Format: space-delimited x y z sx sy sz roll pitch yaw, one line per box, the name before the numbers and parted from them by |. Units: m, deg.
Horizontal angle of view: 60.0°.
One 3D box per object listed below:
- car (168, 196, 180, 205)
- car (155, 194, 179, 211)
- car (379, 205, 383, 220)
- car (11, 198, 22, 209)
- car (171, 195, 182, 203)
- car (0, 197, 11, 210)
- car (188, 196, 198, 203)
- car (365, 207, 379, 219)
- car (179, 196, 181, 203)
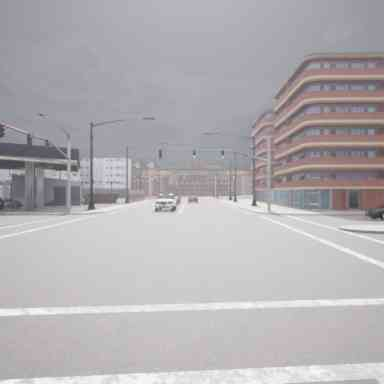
car | -3.258 1.546 60.940 2.033 1.411 5.357 0 0 0
car | -3.130 1.220 40.331 2.150 2.045 5.566 0 0 2
car | 16.295 1.600 23.487 4.718 1.301 1.895 0 0 -3
car | -24.041 1.455 42.630 3.806 1.475 1.970 0 0 1
car | -3.347 1.512 71.269 2.128 1.511 4.902 0 0 0
car | -23.323 1.294 36.879 4.611 1.667 2.242 0 0 1
car | 0.190 1.490 66.996 2.128 1.511 4.902 0 0 0
car | 16.676 1.504 26.962 4.892 1.490 1.837 0 0 0
car | -3.218 1.546 50.627 2.033 1.411 5.357 0 0 0
